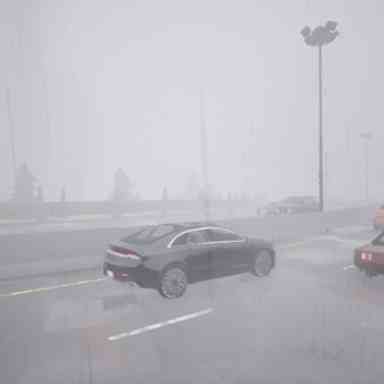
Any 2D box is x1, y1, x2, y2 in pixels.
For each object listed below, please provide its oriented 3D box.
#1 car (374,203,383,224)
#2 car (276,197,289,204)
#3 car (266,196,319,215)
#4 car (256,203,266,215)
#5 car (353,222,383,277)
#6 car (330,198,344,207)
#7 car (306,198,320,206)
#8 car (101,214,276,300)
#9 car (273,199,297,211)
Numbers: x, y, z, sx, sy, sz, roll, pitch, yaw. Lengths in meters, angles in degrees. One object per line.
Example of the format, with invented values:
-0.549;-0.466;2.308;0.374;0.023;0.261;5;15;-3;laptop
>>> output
13.287;1.422;21.377;2.097;1.767;4.553;0;-1;41;car
22.967;2.151;84.797;2.128;1.511;4.902;0;-1;1;car
8.431;1.332;26.665;2.150;2.045;5.566;0;0;40;car
7.817;1.637;31.557;2.128;1.511;4.902;0;-1;38;car
6.380;1.623;9.217;4.718;1.301;1.895;0;0;-42;car
26.699;1.856;61.318;1.882;1.535;5.008;0;0;16;car
24.655;1.996;67.766;2.033;1.411;5.357;0;-1;13;car
0.164;1.523;8.562;4.902;1.511;2.128;0;0;-38;car
12.836;1.750;45.706;2.128;1.511;4.902;0;-1;28;car
